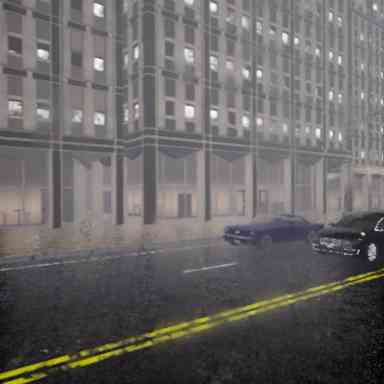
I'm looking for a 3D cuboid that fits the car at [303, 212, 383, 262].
[{"bbox_3d":[6.489,1.537,12.307,4.892,1.490,1.837,0,0,-35],"label":"car"}]

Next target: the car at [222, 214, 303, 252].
[{"bbox_3d":[3.569,1.629,14.216,4.718,1.301,1.895,0,0,-36],"label":"car"}]
